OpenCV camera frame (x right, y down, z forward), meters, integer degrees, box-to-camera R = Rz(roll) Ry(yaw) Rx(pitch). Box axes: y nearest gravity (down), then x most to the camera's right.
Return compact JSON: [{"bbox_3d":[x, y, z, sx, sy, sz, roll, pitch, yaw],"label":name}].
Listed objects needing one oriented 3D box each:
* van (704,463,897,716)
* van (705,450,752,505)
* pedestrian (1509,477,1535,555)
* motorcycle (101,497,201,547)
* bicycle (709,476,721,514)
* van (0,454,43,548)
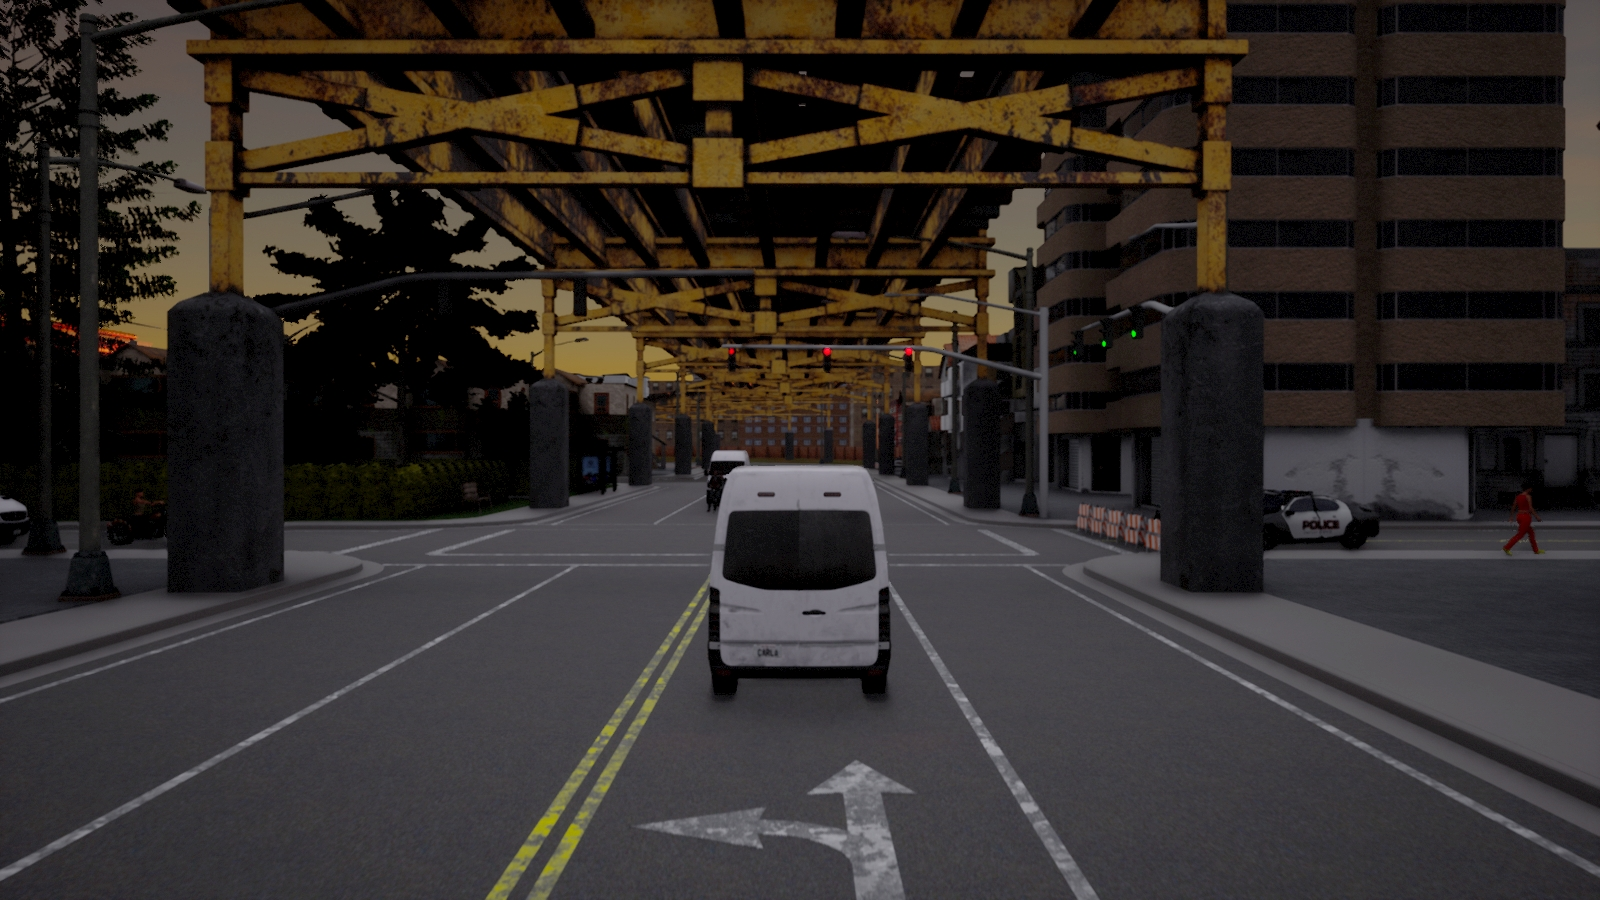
[{"bbox_3d":[0.006,1.465,14.702,1.988,2.561,5.915,0,0,0],"label":"van"},{"bbox_3d":[-3.503,1.295,57.043,1.988,2.561,5.915,0,0,0],"label":"van"},{"bbox_3d":[17.387,1.580,27.503,0.375,1.860,0.375,0,0,-2],"label":"pedestrian"},{"bbox_3d":[-18.090,2.006,31.867,2.356,1.332,0.764,0,0,0],"label":"motorcycle"},{"bbox_3d":[-3.501,1.848,47.251,0.329,1.496,1.835,0,0,1],"label":"bicycle"},{"bbox_3d":[-24.752,1.398,31.893,5.915,2.561,1.988,0,0,0],"label":"van"}]
